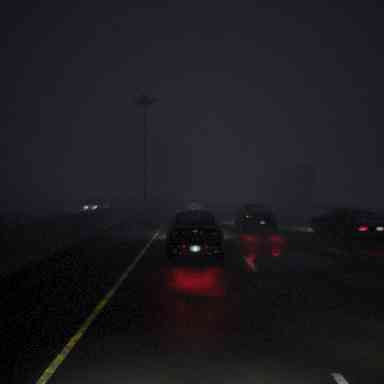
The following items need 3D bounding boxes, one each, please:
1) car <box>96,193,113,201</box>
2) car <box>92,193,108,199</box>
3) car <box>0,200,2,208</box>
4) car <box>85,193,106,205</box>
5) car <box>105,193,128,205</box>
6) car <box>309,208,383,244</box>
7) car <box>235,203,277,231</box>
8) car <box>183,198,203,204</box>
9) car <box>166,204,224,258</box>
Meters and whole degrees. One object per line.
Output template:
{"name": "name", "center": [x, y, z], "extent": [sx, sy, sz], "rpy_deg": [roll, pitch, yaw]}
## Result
{"name": "car", "center": [-17.435, 0.974, 66.641], "extent": [2.033, 1.411, 5.357], "rpy_deg": [0, 0, 1]}
{"name": "car", "center": [-20.752, 0.865, 75.055], "extent": [2.033, 1.411, 5.357], "rpy_deg": [0, 0, 1]}
{"name": "car", "center": [-21.097, 1.196, 33.256], "extent": [1.882, 1.535, 5.008], "rpy_deg": [0, 0, 0]}
{"name": "car", "center": [-14.082, 1.190, 48.572], "extent": [1.895, 1.301, 4.718], "rpy_deg": [0, 0, 0]}
{"name": "car", "center": [-10.583, 1.082, 48.412], "extent": [2.128, 1.511, 4.902], "rpy_deg": [0, 0, 0]}
{"name": "car", "center": [7.096, 1.419, 15.070], "extent": [2.033, 1.411, 5.357], "rpy_deg": [0, 0, 0]}
{"name": "car", "center": [3.608, 1.362, 19.266], "extent": [1.812, 1.442, 4.674], "rpy_deg": [0, 0, 0]}
{"name": "car", "center": [0.092, 1.258, 31.570], "extent": [1.812, 1.442, 4.674], "rpy_deg": [0, 0, 0]}
{"name": "car", "center": [0.098, 1.400, 12.228], "extent": [1.837, 1.490, 4.892], "rpy_deg": [0, 0, 0]}
